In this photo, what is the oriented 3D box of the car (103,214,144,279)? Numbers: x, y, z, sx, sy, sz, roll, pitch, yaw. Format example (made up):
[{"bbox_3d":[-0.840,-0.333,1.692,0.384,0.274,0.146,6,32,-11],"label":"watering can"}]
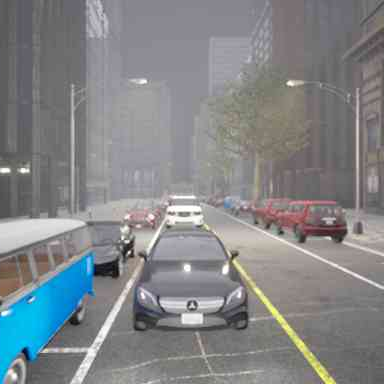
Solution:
[{"bbox_3d":[-2.764,1.576,10.096,1.947,1.339,4.313,0,0,-2],"label":"car"}]

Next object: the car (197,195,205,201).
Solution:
[{"bbox_3d":[2.631,1.736,94.932,1.967,1.590,4.097,0,0,-2],"label":"car"}]

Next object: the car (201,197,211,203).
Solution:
[{"bbox_3d":[3.256,1.782,78.024,1.947,1.339,4.313,0,0,-2],"label":"car"}]

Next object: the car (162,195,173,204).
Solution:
[{"bbox_3d":[-4.848,1.482,66.447,2.192,1.841,5.009,0,0,-2],"label":"car"}]

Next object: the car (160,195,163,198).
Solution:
[{"bbox_3d":[-4.216,1.623,49.372,1.752,1.417,4.829,0,0,-2],"label":"car"}]

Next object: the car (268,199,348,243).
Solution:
[{"bbox_3d":[5.548,1.337,16.033,2.192,1.841,5.009,0,0,-2],"label":"car"}]

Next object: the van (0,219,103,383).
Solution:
[{"bbox_3d":[-2.555,1.345,4.462,1.690,1.788,3.998,0,0,-2],"label":"van"}]

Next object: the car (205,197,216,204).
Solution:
[{"bbox_3d":[3.673,1.713,66.753,1.887,1.381,4.507,0,0,-2],"label":"car"}]

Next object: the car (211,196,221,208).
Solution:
[{"bbox_3d":[4.297,1.682,49.847,1.802,1.307,4.206,0,0,-2],"label":"car"}]

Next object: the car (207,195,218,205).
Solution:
[{"bbox_3d":[4.089,1.687,55.481,1.947,1.339,4.313,0,0,-2],"label":"car"}]

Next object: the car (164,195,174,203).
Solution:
[{"bbox_3d":[-5.264,1.529,77.717,2.192,1.841,5.009,0,0,-2],"label":"car"}]

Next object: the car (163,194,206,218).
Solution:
[{"bbox_3d":[-0.520,1.254,21.727,2.150,2.045,5.566,0,0,-2],"label":"car"}]

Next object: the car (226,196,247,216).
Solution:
[{"bbox_3d":[4.923,1.498,32.940,1.967,1.590,4.097,0,0,-2],"label":"car"}]

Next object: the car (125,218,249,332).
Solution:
[{"bbox_3d":[-0.080,1.533,7.022,1.812,1.442,4.674,0,0,-2],"label":"car"}]

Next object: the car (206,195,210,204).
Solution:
[{"bbox_3d":[3.881,1.460,61.118,2.192,1.841,5.009,0,0,-2],"label":"car"}]

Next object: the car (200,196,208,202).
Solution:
[{"bbox_3d":[3.041,1.768,83.830,1.752,1.417,4.829,0,0,-2],"label":"car"}]

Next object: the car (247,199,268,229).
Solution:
[{"bbox_3d":[5.340,1.349,21.668,2.192,1.841,5.009,0,0,-2],"label":"car"}]

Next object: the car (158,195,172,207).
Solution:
[{"bbox_3d":[-4.431,1.434,55.177,2.192,1.841,5.009,0,0,-2],"label":"car"}]

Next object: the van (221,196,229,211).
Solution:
[{"bbox_3d":[4.715,1.411,38.576,1.690,1.788,3.998,0,0,-2],"label":"van"}]

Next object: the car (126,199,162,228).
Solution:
[{"bbox_3d":[-3.181,1.472,21.367,1.967,1.590,4.097,0,0,-2],"label":"car"}]

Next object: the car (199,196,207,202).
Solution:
[{"bbox_3d":[2.839,1.850,89.295,1.802,1.307,4.206,0,0,-2],"label":"car"}]

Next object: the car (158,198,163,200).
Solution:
[{"bbox_3d":[-3.805,1.650,38.273,1.802,1.307,4.206,0,0,-2],"label":"car"}]
